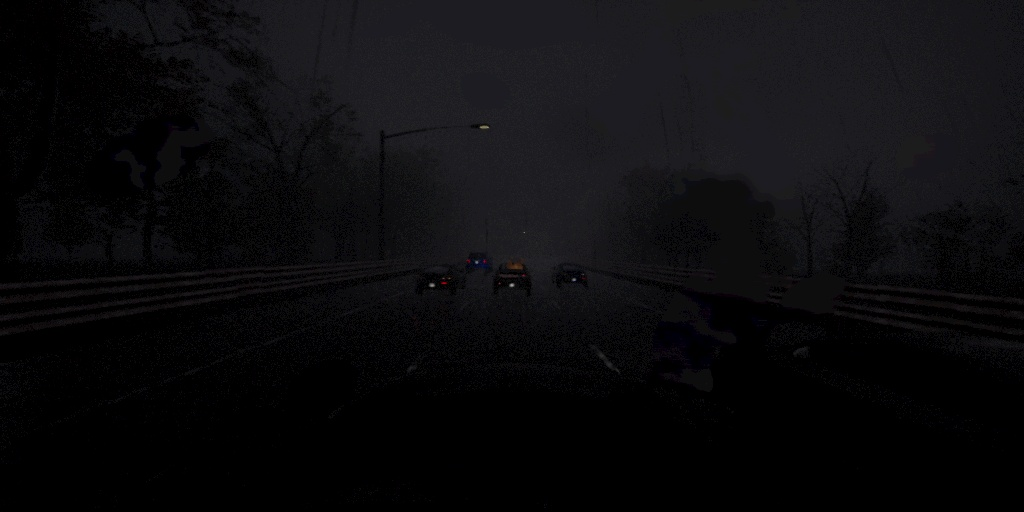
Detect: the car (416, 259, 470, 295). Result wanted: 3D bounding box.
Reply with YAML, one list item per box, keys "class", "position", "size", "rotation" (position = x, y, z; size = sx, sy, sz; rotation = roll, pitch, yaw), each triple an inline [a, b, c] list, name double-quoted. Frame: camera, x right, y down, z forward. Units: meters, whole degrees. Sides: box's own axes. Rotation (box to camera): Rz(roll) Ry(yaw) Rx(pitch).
- class: "car"
  position: [-3.481, 1.074, 18.064]
  size: [1.812, 1.442, 4.674]
  rotation: [1, 0, 1]

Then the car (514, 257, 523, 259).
- class: "car"
  position: [0.502, 0.895, 39.658]
  size: [1.882, 1.535, 5.008]
  rotation: [1, 1, 2]

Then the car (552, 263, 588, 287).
- class: "car"
  position: [3.609, 1.138, 22.833]
  size: [1.812, 1.442, 4.674]
  rotation: [1, 1, 1]

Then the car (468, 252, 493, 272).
- class: "car"
  position: [-3.136, 0.623, 35.431]
  size: [2.150, 2.045, 5.566]
  rotation: [1, 1, 2]

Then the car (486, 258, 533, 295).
- class: "car"
  position: [0.034, 1.089, 18.576]
  size: [2.128, 1.511, 4.902]
  rotation: [1, 1, 1]

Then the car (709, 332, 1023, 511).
- class: "car"
  position: [3.702, 1.358, 3.164]
  size: [1.994, 1.385, 4.181]
  rotation: [1, 1, -1]
